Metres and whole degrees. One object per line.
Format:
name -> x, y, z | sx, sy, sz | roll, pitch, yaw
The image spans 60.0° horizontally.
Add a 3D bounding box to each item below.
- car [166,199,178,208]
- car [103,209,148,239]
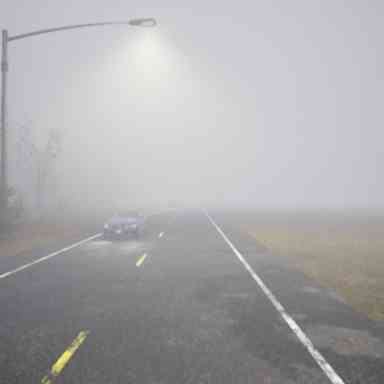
car -> -3.541, 2.036, 59.906 | 2.128, 1.511, 4.902 | 0, -1, 1
car -> -3.601, 1.695, 18.677 | 1.812, 1.442, 4.674 | 0, -1, 0
